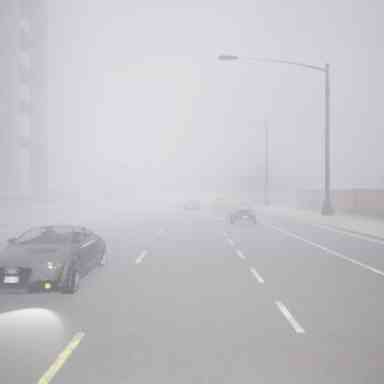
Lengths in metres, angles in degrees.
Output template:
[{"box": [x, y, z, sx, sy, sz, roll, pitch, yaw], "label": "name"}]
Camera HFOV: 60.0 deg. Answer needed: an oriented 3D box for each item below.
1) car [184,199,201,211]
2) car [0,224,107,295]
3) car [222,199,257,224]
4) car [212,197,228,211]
[{"box": [0.058, 1.547, 40.155, 1.994, 1.385, 4.181, 0, 0, 0], "label": "car"}, {"box": [-3.589, 1.560, 8.607, 1.994, 1.385, 4.181, 0, 0, 0], "label": "car"}, {"box": [3.592, 1.515, 24.754, 1.812, 1.442, 4.674, 0, 0, 0], "label": "car"}, {"box": [3.556, 1.335, 40.543, 2.097, 1.767, 4.553, 0, 0, 0], "label": "car"}]
